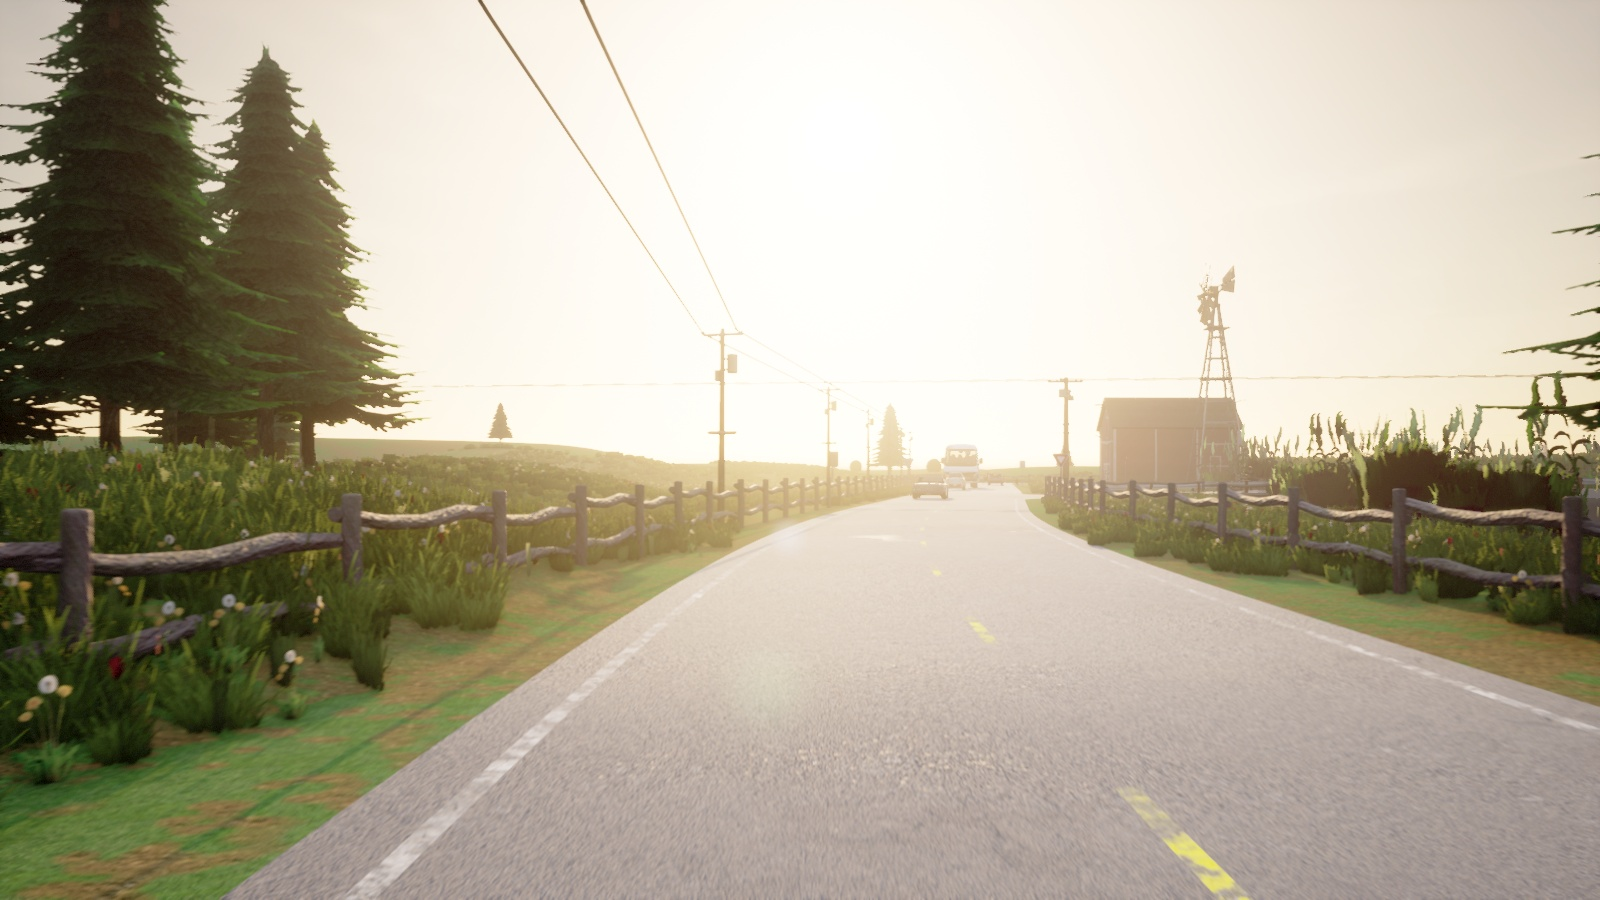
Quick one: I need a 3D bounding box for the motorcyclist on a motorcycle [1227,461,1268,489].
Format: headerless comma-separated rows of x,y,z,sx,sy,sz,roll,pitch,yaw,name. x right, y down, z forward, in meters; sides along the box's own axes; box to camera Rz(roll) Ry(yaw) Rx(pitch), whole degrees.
28.808,1.617,80.841,2.350,1.649,0.766,-3,-1,11,motorcyclist on a motorcycle

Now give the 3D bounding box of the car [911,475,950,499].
7.529,2.092,72.046,1.895,1.301,4.718,0,-1,10,car
